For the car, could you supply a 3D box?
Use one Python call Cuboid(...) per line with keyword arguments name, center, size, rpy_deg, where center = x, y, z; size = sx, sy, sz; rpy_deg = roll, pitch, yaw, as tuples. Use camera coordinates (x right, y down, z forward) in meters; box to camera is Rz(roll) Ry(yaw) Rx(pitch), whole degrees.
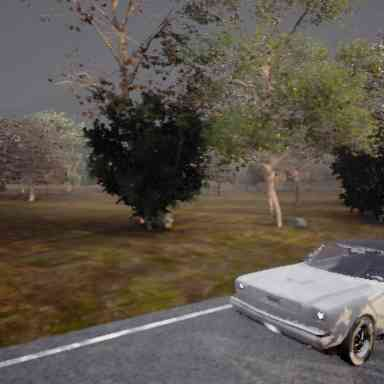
Cuboid(name="car", center=(2.974, 1.569, 5.811), size=(4.718, 1.301, 1.895), rpy_deg=(0, 1, -33))
